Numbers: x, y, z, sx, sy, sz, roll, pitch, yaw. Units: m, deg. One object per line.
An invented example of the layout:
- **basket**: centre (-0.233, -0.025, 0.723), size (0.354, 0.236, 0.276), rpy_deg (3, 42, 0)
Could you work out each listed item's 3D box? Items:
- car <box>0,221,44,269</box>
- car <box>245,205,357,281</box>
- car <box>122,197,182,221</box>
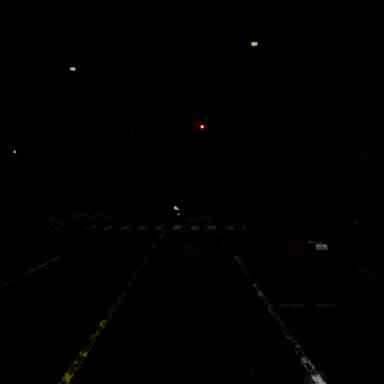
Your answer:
- **car**: centre (-5.810, 1.550, 9.712), size (1.802, 1.307, 4.206), rpy_deg (1, 0, 0)
- **car**: centre (2.841, 1.282, 9.677), size (2.192, 1.841, 5.009), rpy_deg (1, 0, 0)
- **car**: centre (-3.072, 1.241, 25.944), size (4.553, 1.767, 2.097), rpy_deg (0, 0, 1)
